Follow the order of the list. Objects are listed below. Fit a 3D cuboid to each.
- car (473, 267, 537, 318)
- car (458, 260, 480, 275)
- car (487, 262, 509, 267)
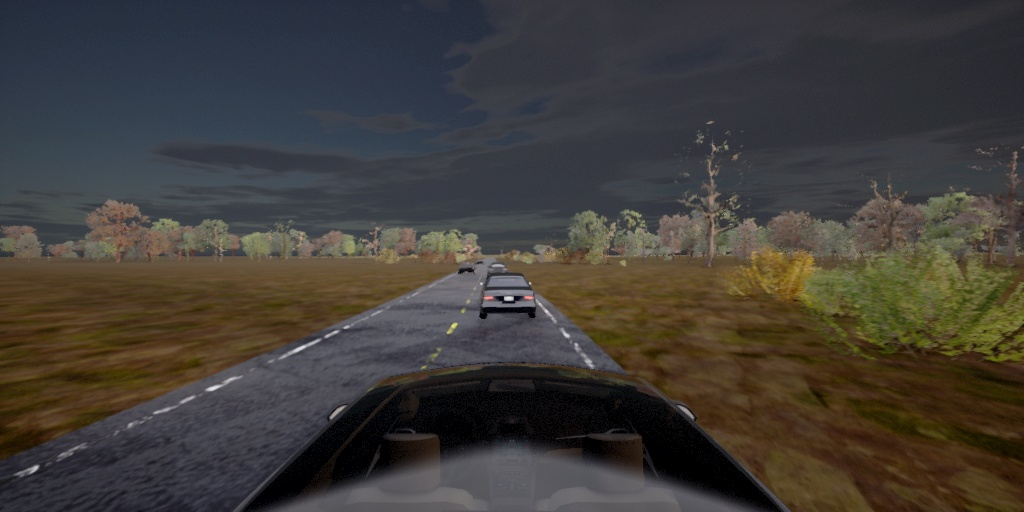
[{"bbox_3d":[-0.204,1.298,13.019,2.033,1.411,5.357,0,0,-3],"label":"car"},{"bbox_3d":[-4.828,1.359,39.058,1.895,1.301,4.718,0,0,-3],"label":"car"},{"bbox_3d":[-1.240,1.278,32.185,1.812,1.442,4.674,0,0,-3],"label":"car"}]
